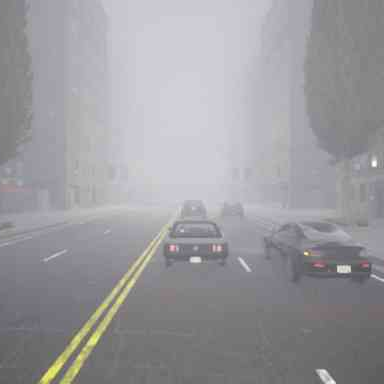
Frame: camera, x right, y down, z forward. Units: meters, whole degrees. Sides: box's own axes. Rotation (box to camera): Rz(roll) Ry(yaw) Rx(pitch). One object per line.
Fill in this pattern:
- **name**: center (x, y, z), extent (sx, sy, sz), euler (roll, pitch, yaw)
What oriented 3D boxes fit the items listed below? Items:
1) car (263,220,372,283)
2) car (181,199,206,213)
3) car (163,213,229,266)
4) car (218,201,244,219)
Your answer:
- **car**: center (3.344, 1.540, 9.634), extent (1.812, 1.442, 4.674), euler (0, 0, 0)
- **car**: center (0.118, 1.395, 29.054), extent (2.097, 1.767, 4.553), euler (0, 0, 0)
- **car**: center (0.101, 1.619, 11.577), extent (1.895, 1.301, 4.718), euler (0, 0, 0)
- **car**: center (3.368, 1.534, 29.257), extent (2.128, 1.511, 4.902), euler (0, 0, 0)
